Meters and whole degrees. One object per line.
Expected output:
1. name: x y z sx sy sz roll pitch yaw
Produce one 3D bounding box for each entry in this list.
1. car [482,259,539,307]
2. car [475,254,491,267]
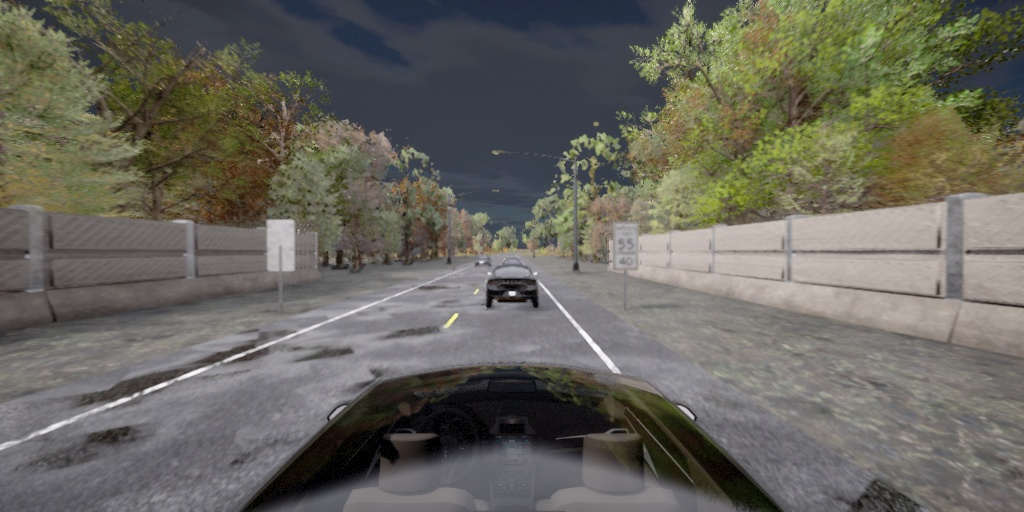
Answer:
1. car: 0.019 1.040 14.292 1.882 1.535 5.008 0 1 0
2. car: -3.572 0.559 44.902 2.128 1.511 4.902 0 1 0
